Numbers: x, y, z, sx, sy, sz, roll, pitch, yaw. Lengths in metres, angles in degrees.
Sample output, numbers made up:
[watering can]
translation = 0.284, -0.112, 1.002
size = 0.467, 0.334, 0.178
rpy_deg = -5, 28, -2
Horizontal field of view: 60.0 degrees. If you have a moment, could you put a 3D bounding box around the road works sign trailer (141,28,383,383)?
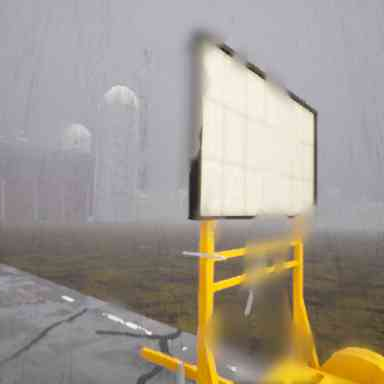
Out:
[road works sign trailer]
translation = 0.548, 0.654, 3.281
size = 2.880, 3.560, 2.380
rpy_deg = -1, -4, 39
